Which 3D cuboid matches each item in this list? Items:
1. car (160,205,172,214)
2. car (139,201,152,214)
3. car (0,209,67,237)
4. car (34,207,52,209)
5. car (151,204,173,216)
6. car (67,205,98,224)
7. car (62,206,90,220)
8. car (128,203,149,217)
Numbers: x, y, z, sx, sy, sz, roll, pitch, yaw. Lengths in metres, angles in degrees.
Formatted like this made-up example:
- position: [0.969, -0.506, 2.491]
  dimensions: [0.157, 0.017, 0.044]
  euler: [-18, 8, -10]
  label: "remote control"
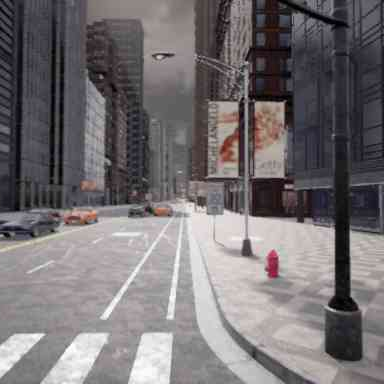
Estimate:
- position: [-4.404, 2.932, 56.829]
  dimensions: [1.837, 1.490, 4.892]
  euler: [0, -2, -1]
  label: "car"
- position: [-7.623, 2.588, 55.061]
  dimensions: [2.150, 2.045, 5.566]
  euler: [0, -2, 0]
  label: "car"
- position: [-10.265, 2.032, 21.503]
  dimensions: [2.033, 1.411, 5.357]
  euler: [0, -1, -2]
  label: "car"
- position: [-13.717, 2.171, 30.271]
  dimensions: [1.882, 1.535, 5.008]
  euler: [0, -1, -1]
  label: "car"
- position: [-4.184, 2.532, 47.553]
  dimensions: [2.097, 1.767, 4.553]
  euler: [0, -2, -1]
  label: "car"
- position: [-10.479, 2.094, 31.674]
  dimensions: [2.097, 1.767, 4.553]
  euler: [0, -1, 0]
  label: "car"
- position: [-13.915, 2.473, 40.168]
  dimensions: [1.812, 1.442, 4.674]
  euler: [0, -1, -1]
  label: "car"
- position: [-7.363, 2.593, 44.602]
  dimensions: [1.837, 1.490, 4.892]
  euler: [0, -2, -1]
  label: "car"
